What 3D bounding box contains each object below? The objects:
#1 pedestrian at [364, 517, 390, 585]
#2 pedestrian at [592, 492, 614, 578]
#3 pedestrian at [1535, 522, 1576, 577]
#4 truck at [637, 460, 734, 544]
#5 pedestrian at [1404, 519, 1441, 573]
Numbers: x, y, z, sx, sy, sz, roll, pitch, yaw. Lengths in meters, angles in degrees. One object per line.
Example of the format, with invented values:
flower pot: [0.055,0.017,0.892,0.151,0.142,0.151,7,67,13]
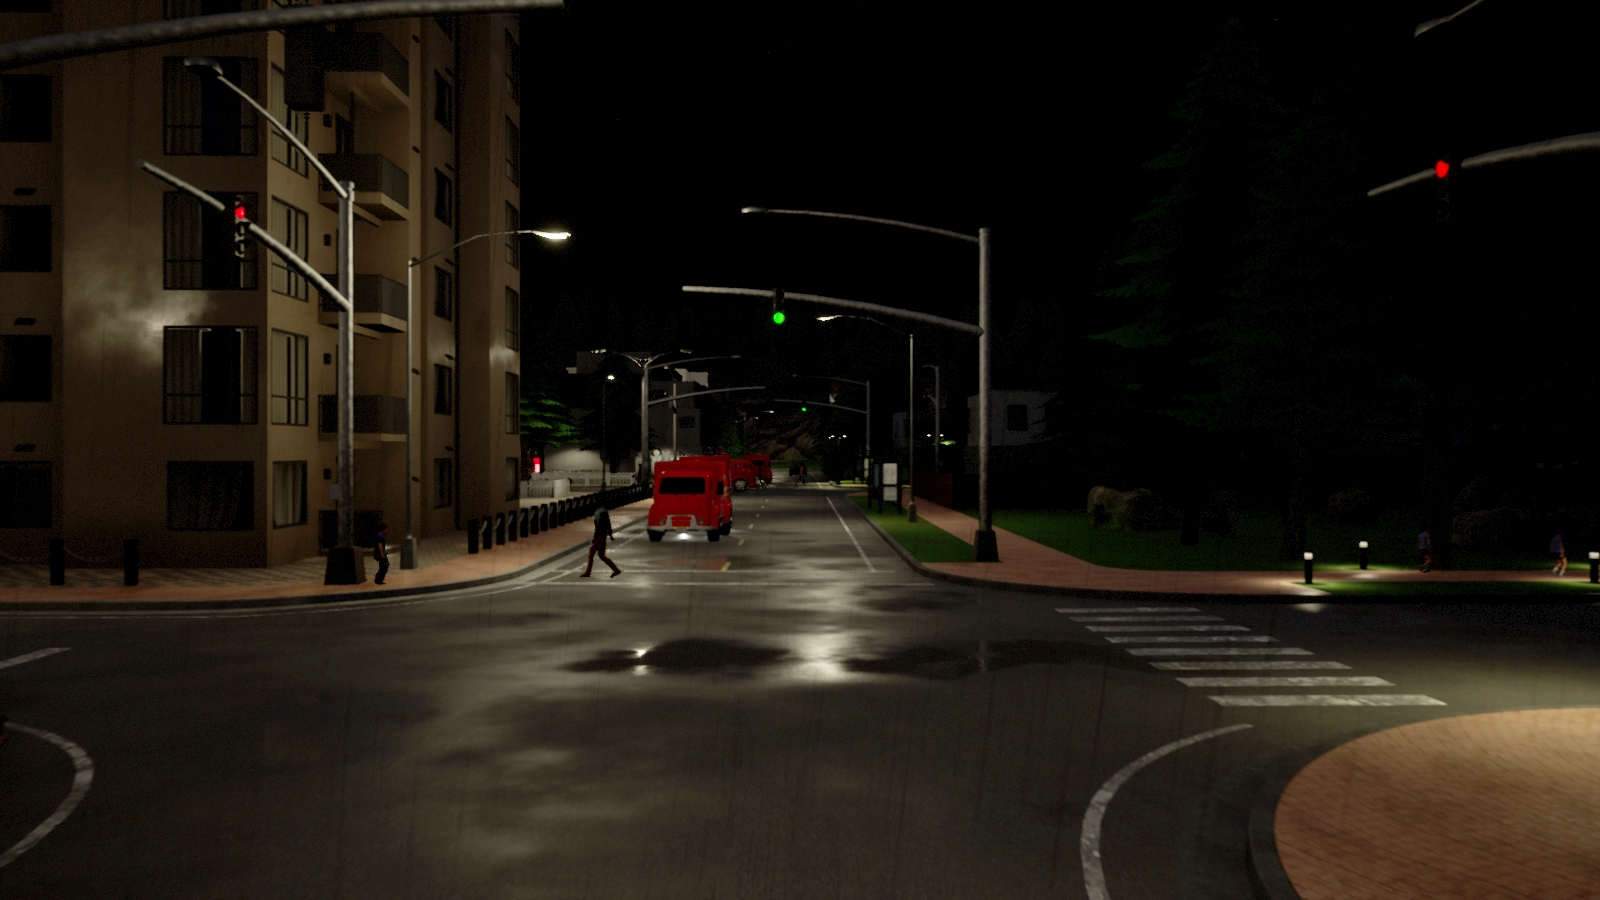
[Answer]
pedestrian: [-8.320,1.973,22.472,0.375,1.300,0.375,0,0,-38]
pedestrian: [-4.299,1.848,24.923,0.375,1.860,0.375,0,0,6]
pedestrian: [15.674,2.062,23.714,0.500,1.100,0.500,0,0,-5]
truck: [-3.562,1.576,36.716,2.627,2.467,5.204,0,0,0]
pedestrian: [13.406,2.062,24.617,0.500,1.100,0.500,0,0,-12]
